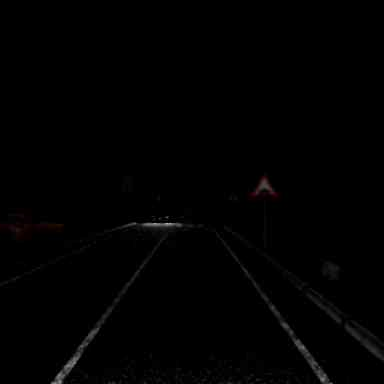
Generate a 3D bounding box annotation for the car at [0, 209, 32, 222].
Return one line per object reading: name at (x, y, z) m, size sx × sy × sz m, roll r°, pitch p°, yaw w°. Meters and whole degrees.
car at (-21.885, 2.766, 39.556) m, size 4.674 × 1.452 × 2.002 m, roll 0°, pitch -3°, yaw 0°

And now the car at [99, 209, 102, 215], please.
car at (-21.787, 4.204, 70.304) m, size 4.892 × 1.521 × 2.231 m, roll 0°, pitch -3°, yaw 0°

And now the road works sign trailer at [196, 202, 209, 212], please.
road works sign trailer at (2.799, 4.439, 87.319) m, size 3.560 × 2.380 × 2.880 m, roll 10°, pitch -52°, yaw -42°

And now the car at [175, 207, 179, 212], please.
car at (-3.059, 4.454, 78.159) m, size 1.895 × 1.301 × 4.718 m, roll 0°, pitch -3°, yaw 0°

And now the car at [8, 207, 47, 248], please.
car at (-9.570, 1.634, 15.275) m, size 4.553 × 1.767 × 2.185 m, roll 0°, pitch -2°, yaw 0°

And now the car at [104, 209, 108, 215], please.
car at (-21.785, 4.360, 73.574) m, size 5.008 × 1.535 × 2.097 m, roll 0°, pitch -3°, yaw 0°

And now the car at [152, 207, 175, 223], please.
car at (-3.291, 2.671, 37.130) m, size 1.837 × 1.490 × 4.892 m, roll 1°, pitch -3°, yaw 0°

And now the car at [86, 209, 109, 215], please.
car at (-21.763, 4.551, 76.717) m, size 4.674 × 1.452 × 2.002 m, roll 0°, pitch -3°, yaw 0°

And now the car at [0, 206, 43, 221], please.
car at (-21.944, 2.751, 42.731) m, size 4.553 × 1.767 × 2.185 m, roll 0°, pitch -3°, yaw 0°

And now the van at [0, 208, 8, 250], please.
van at (-9.642, 1.453, 12.241) m, size 4.442 × 1.987 × 1.878 m, roll 0°, pitch -1°, yaw 0°

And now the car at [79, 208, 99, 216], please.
car at (-21.804, 4.085, 67.030) m, size 4.674 × 1.452 × 2.002 m, roll 0°, pitch -3°, yaw 0°

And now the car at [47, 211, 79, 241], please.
car at (-9.367, 1.847, 18.189) m, size 5.366 × 1.575 × 1.946 m, roll 0°, pitch -2°, yaw 0°
